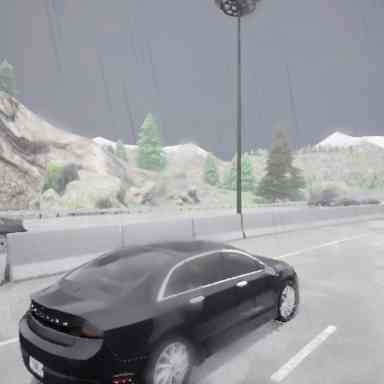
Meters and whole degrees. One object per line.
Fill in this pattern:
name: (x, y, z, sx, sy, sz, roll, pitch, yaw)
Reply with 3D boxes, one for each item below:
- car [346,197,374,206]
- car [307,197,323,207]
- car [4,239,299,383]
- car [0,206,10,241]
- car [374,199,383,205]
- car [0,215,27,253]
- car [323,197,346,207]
car: (23.109, 1.573, 43.781, 5.357, 1.411, 2.033, 0, 0, -33)
car: (19.235, 1.518, 49.611, 4.892, 1.490, 1.837, 0, 0, -33)
car: (0.009, 1.505, 5.199, 1.837, 1.490, 4.892, 0, 0, 41)
car: (-10.867, 1.477, 14.323, 1.882, 1.535, 5.008, 0, 0, 41)
car: (24.996, 1.507, 40.833, 5.008, 1.535, 1.882, 0, 0, -33)
car: (-8.487, 1.491, 11.716, 2.128, 1.511, 4.902, 0, 0, 41)
car: (21.220, 1.499, 46.727, 4.902, 1.511, 2.128, 0, 0, -33)
